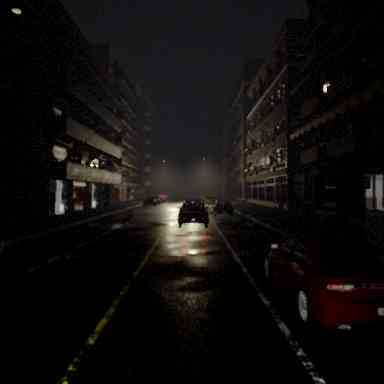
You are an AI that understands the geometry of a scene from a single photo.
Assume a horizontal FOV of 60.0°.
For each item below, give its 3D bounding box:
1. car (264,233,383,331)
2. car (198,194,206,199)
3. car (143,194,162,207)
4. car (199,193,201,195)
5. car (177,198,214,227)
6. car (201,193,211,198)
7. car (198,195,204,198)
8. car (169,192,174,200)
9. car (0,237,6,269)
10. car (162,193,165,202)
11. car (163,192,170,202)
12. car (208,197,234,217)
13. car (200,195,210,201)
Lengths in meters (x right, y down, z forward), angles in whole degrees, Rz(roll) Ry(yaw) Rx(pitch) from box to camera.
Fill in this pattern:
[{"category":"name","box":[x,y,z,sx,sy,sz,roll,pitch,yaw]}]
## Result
[{"category":"car","box":[2.685,1.508,6.834,1.887,1.381,4.507,0,0,0]},{"category":"car","box":[2.615,1.120,85.740,1.802,1.307,4.206,0,0,0]},{"category":"car","box":[-5.730,1.303,46.283,2.008,1.369,4.403,0,0,0]},{"category":"car","box":[2.640,1.257,57.559,1.947,1.339,4.313,0,0,0]},{"category":"car","box":[0.079,1.377,21.575,2.128,1.511,4.902,0,0,0]},{"category":"car","box":[2.646,1.246,52.092,1.752,1.417,4.829,0,0,0]},{"category":"car","box":[0.064,1.390,39.408,1.895,1.301,4.718,0,0,0]},{"category":"car","box":[-5.755,0.914,74.463,2.192,1.841,5.009,0,0,0]},{"category":"car","box":[-5.695,1.508,6.831,1.887,1.381,4.507,0,0,0]},{"category":"car","box":[-5.736,1.273,51.920,2.008,1.369,4.403,0,0,0]},{"category":"car","box":[-5.746,1.205,63.192,1.887,1.381,4.507,0,0,0]},{"category":"car","box":[2.665,1.394,29.378,2.008,1.369,4.403,0,0,0]},{"category":"car","box":[2.630,1.212,68.831,1.802,1.307,4.206,0,0,0]}]
